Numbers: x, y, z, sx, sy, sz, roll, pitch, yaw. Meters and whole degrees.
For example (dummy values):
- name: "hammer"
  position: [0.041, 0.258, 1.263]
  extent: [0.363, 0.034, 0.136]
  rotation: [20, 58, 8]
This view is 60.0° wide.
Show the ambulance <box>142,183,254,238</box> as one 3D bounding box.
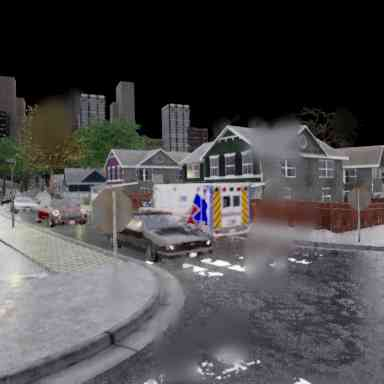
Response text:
- name: "ambulance"
  position: [-0.235, 0.855, 15.670]
  extent: [2.351, 2.431, 6.366]
  rotation: [-2, 2, -40]

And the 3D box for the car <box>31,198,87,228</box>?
- name: "car"
  position: [-8.287, 1.161, 20.948]
  extent: [2.097, 1.767, 4.553]
  rotation: [-2, 1, -38]

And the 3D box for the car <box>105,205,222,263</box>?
- name: "car"
  position: [-1.493, 1.472, 12.194]
  extent: [2.033, 1.411, 5.357]
  rotation: [-2, 2, -35]

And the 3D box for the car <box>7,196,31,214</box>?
- name: "car"
  position: [-15.631, 1.211, 30.900]
  extent: [1.812, 1.442, 4.674]
  rotation: [-2, 2, -35]

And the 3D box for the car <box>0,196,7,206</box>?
- name: "car"
  position: [-24.090, 1.127, 43.801]
  extent: [1.895, 1.301, 4.718]
  rotation: [-2, 1, -32]
